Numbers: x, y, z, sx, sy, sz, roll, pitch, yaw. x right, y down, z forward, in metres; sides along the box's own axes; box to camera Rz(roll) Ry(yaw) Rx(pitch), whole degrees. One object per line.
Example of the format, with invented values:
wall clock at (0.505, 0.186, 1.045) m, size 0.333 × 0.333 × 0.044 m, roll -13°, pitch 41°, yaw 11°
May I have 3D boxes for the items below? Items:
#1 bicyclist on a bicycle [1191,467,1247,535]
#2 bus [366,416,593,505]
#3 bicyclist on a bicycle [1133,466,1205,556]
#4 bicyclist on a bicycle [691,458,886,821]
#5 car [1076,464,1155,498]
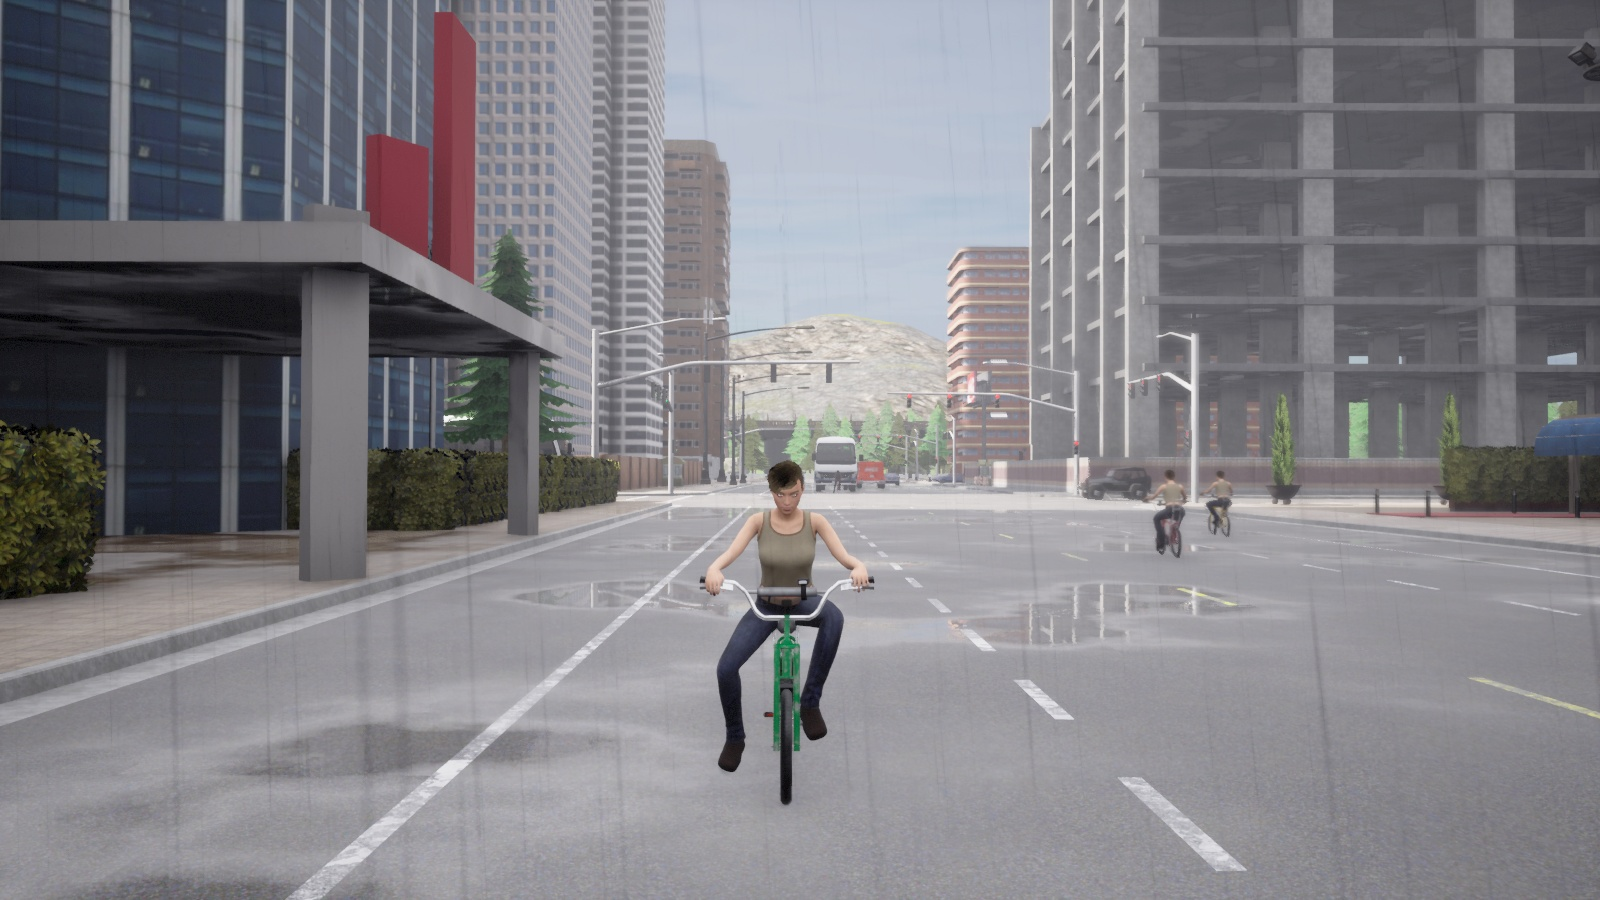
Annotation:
bicyclist on a bicycle at (10.260, 1.226, 30.794) m, size 0.866 × 1.612 × 1.509 m, roll 0°, pitch -1°, yaw 0°
bus at (-15.772, 0.549, 62.540) m, size 10.273 × 4.253 × 3.944 m, roll 0°, pitch -1°, yaw 0°
bicyclist on a bicycle at (6.825, 1.114, 23.321) m, size 0.866 × 1.612 × 1.509 m, roll 0°, pitch -1°, yaw -1°
bicyclist on a bicycle at (-0.061, 0.858, 6.372) m, size 0.866 × 1.612 × 1.509 m, roll 0°, pitch -1°, yaw -1°
car at (17.454, 1.706, 69.548) m, size 3.866 × 1.878 × 1.905 m, roll 0°, pitch -1°, yaw 0°
